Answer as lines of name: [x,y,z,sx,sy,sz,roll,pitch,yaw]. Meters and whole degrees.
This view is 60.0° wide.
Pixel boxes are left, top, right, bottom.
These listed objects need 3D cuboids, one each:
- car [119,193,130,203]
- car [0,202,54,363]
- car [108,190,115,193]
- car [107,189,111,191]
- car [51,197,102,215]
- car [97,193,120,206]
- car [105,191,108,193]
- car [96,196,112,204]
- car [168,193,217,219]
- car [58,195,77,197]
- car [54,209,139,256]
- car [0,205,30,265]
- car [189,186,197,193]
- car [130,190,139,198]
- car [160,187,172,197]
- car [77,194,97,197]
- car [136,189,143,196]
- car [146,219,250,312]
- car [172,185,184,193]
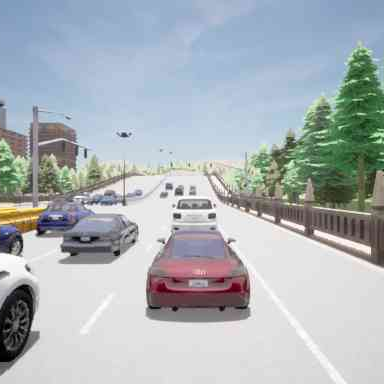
car: [-13.963,1.448,65.362,1.812,1.442,4.674,0,1,0]
car: [-3.396,1.222,2.721,2.150,2.045,5.566,0,0,0]
car: [-17.398,1.002,76.188,1.895,1.301,4.718,0,3,0]
car: [-20.846,0.179,84.219,1.882,1.535,5.008,0,6,0]
car: [-6.944,1.351,18.948,2.097,1.767,4.553,0,0,-1]
car: [-14.016,1.471,56.054,1.882,1.535,5.008,0,0,0]
car: [-20.914,1.101,73.879,2.033,1.411,5.357,0,3,0]
car: [-17.444,1.499,66.244,1.895,1.301,4.718,0,2,0]
car: [0.115,1.222,17.248,2.150,2.045,5.566,0,0,0]
car: [-21.081,1.351,54.206,2.097,1.767,4.553,0,0,2]
car: [-3.392,1.548,13.150,2.033,1.411,5.357,0,0,0]
car: [-6.891,1.351,9.689,2.097,1.767,4.553,0,0,0]
car: [0.168,-0.022,86.368,2.128,1.511,4.902,0,7,0]
car: [-13.905,0.943,75.236,1.882,1.535,5.008,0,3,0]
car: [-6.856,0.404,82.642,2.033,1.411,5.357,0,6,0]
car: [-17.505,1.484,57.110,2.128,1.511,4.902,0,0,1]
car: [-13.839,0.049,85.362,1.882,1.535,5.008,0,6,0]
car: [0.109,1.564,7.820,1.994,1.385,4.181,0,0,0]
car: [-3.334,-0.282,85.970,2.150,2.045,5.566,0,7,0]
